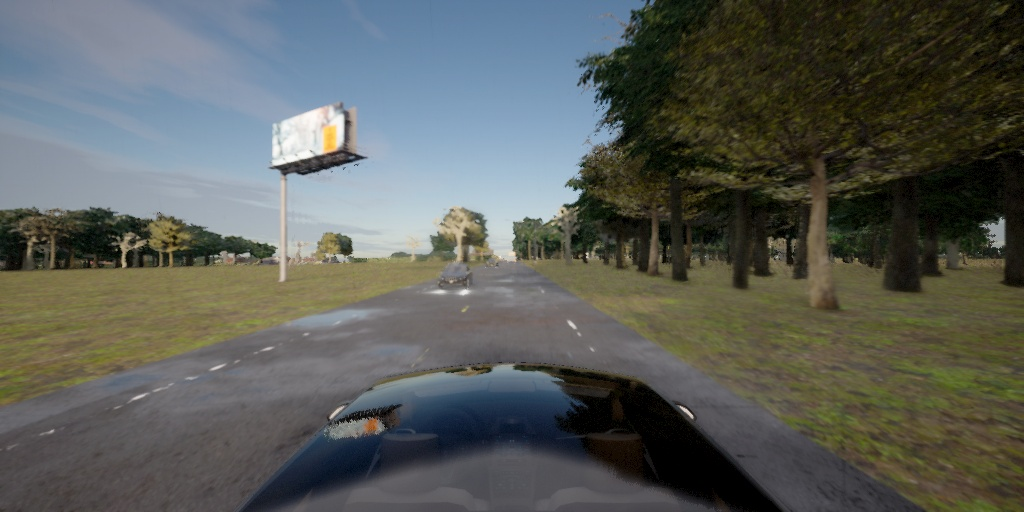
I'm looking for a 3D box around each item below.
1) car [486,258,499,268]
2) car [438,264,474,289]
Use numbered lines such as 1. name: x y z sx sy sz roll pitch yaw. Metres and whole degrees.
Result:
1. car: -3.525 1.139 64.868 2.097 1.767 4.553 0 0 0
2. car: -3.594 1.266 23.593 1.837 1.490 4.892 0 0 0
